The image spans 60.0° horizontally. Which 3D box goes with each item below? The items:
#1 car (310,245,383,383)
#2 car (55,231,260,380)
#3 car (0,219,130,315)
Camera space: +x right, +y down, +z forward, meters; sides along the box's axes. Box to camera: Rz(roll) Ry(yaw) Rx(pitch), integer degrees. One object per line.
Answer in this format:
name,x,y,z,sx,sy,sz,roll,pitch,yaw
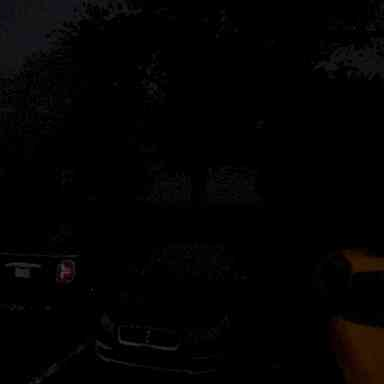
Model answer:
car,2.511,1.483,4.077,1.946,1.575,5.366,0,-1,15
car,0.140,1.518,5.983,2.231,1.521,4.892,0,-1,15
car,-2.303,1.417,7.662,2.185,1.767,4.553,0,-1,15
